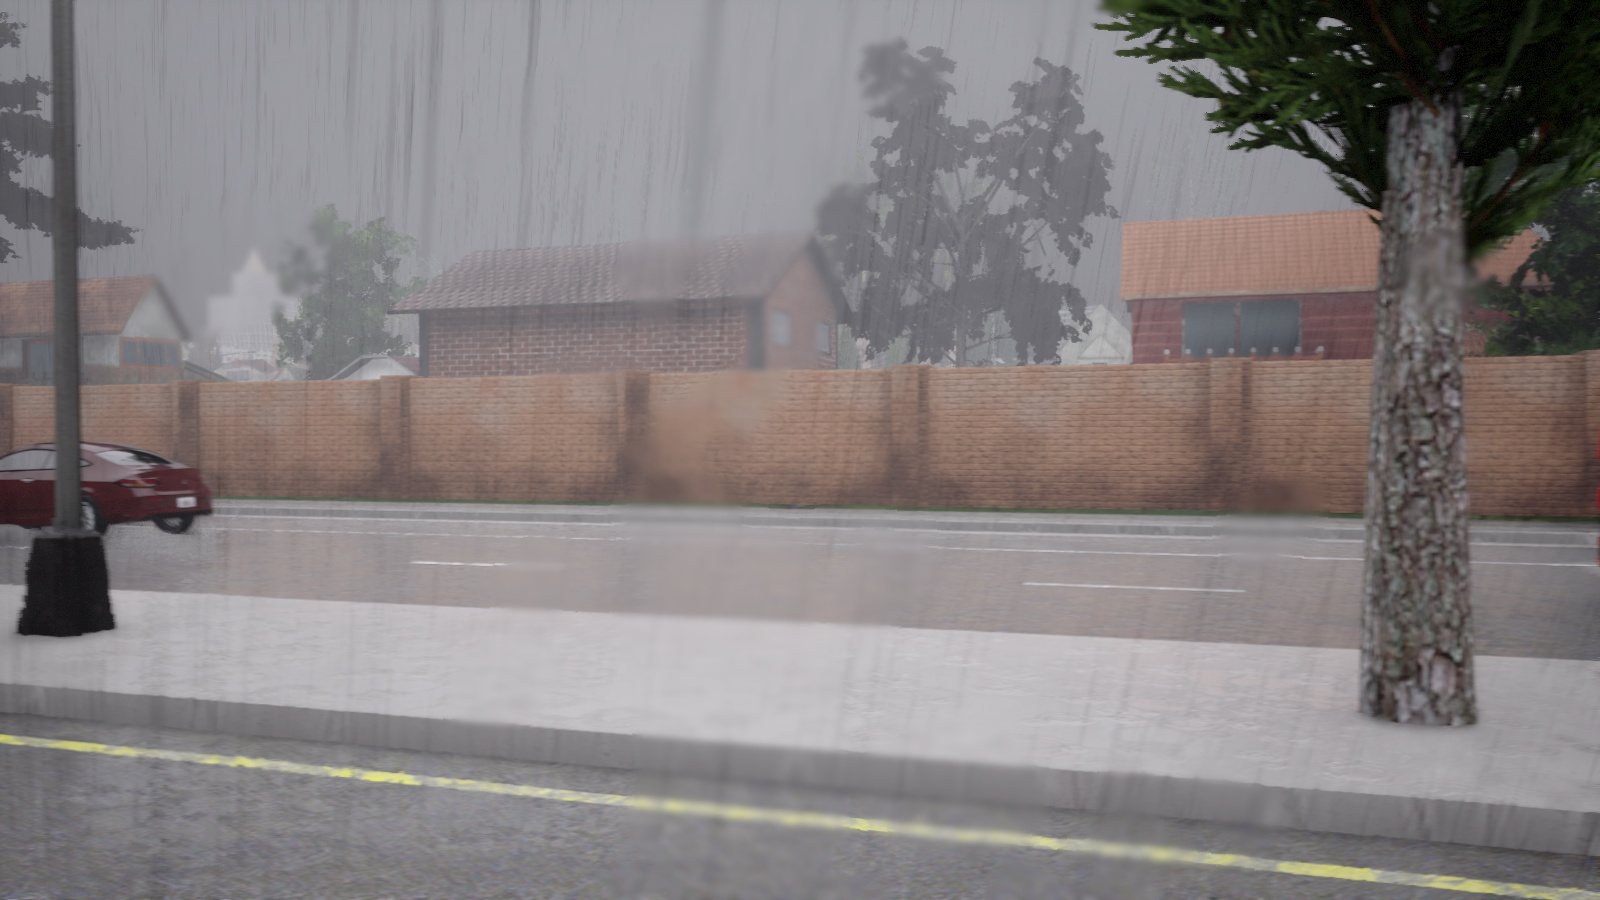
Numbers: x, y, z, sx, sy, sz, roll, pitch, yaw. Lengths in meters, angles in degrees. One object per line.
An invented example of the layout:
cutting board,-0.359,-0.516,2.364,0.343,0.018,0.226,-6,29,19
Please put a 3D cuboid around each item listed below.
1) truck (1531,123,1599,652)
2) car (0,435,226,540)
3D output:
truck,9.977,-0.433,8.270,8.468,3.827,2.891,1,1,18
car,-11.280,0.505,19.079,4.674,1.442,1.812,1,1,18
